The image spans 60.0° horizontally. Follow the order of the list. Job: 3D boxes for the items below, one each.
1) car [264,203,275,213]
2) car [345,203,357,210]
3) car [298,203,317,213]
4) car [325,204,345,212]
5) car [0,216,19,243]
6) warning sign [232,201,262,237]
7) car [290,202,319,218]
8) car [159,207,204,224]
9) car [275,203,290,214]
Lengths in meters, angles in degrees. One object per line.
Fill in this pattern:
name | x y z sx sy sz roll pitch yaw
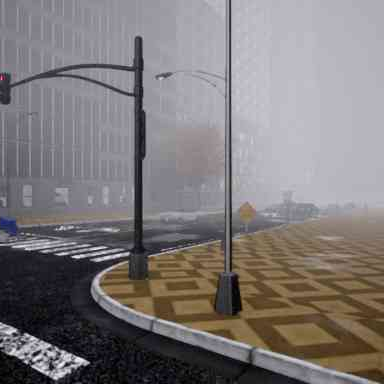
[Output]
car | 12.817 2.458 51.125 2.033 1.411 5.357 0 -1 33
car | 31.341 2.836 65.801 1.812 1.442 4.674 0 -1 33
car | 19.048 2.533 54.781 1.837 1.490 4.892 0 -1 33
car | 23.736 2.639 55.889 2.033 1.411 5.357 0 -1 33
car | -10.497 1.604 14.969 1.882 1.535 5.008 0 -1 33
warning sign | 3.066 1.454 18.581 1.300 1.860 1.060 1 1 33
car | 14.058 2.128 40.814 2.097 1.767 4.553 0 -1 33
car | -0.908 2.060 29.913 1.895 1.301 4.718 0 -1 33
car | 13.725 2.205 46.402 2.097 1.767 4.553 0 -1 33
